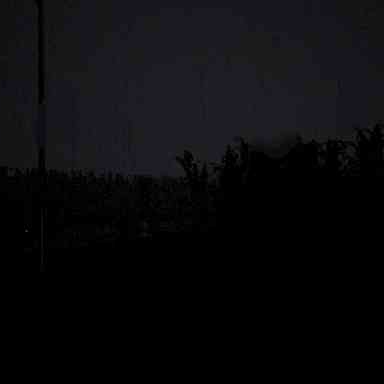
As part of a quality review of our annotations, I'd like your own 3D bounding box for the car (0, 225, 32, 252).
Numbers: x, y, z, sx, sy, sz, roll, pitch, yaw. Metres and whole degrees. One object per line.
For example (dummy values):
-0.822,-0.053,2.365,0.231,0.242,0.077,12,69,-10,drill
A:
-8.216,1.591,12.210,1.994,1.385,4.181,-1,-1,36,car
